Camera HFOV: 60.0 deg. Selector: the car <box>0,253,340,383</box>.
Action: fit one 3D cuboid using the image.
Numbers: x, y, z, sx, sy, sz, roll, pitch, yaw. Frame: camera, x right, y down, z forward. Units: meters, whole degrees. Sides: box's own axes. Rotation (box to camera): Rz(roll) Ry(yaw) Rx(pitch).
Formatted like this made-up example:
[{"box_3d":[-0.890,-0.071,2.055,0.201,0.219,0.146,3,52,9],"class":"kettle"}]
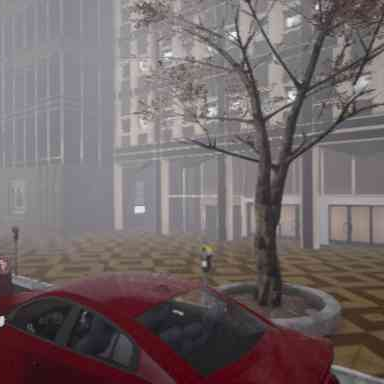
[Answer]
[{"box_3d":[-0.877,1.544,3.508,4.507,1.381,1.887,0,0,35],"class":"car"}]
